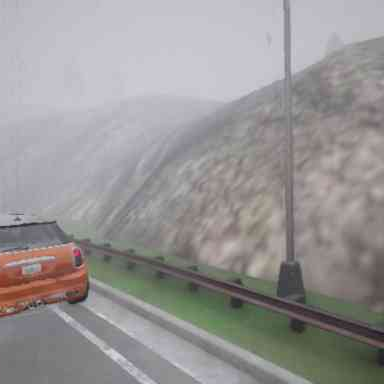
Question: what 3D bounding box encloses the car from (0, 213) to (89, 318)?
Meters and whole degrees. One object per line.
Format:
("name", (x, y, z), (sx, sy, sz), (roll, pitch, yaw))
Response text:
("car", (-3.993, 1.243, 6.904), (2.097, 1.767, 4.553), (-3, 2, -42))
